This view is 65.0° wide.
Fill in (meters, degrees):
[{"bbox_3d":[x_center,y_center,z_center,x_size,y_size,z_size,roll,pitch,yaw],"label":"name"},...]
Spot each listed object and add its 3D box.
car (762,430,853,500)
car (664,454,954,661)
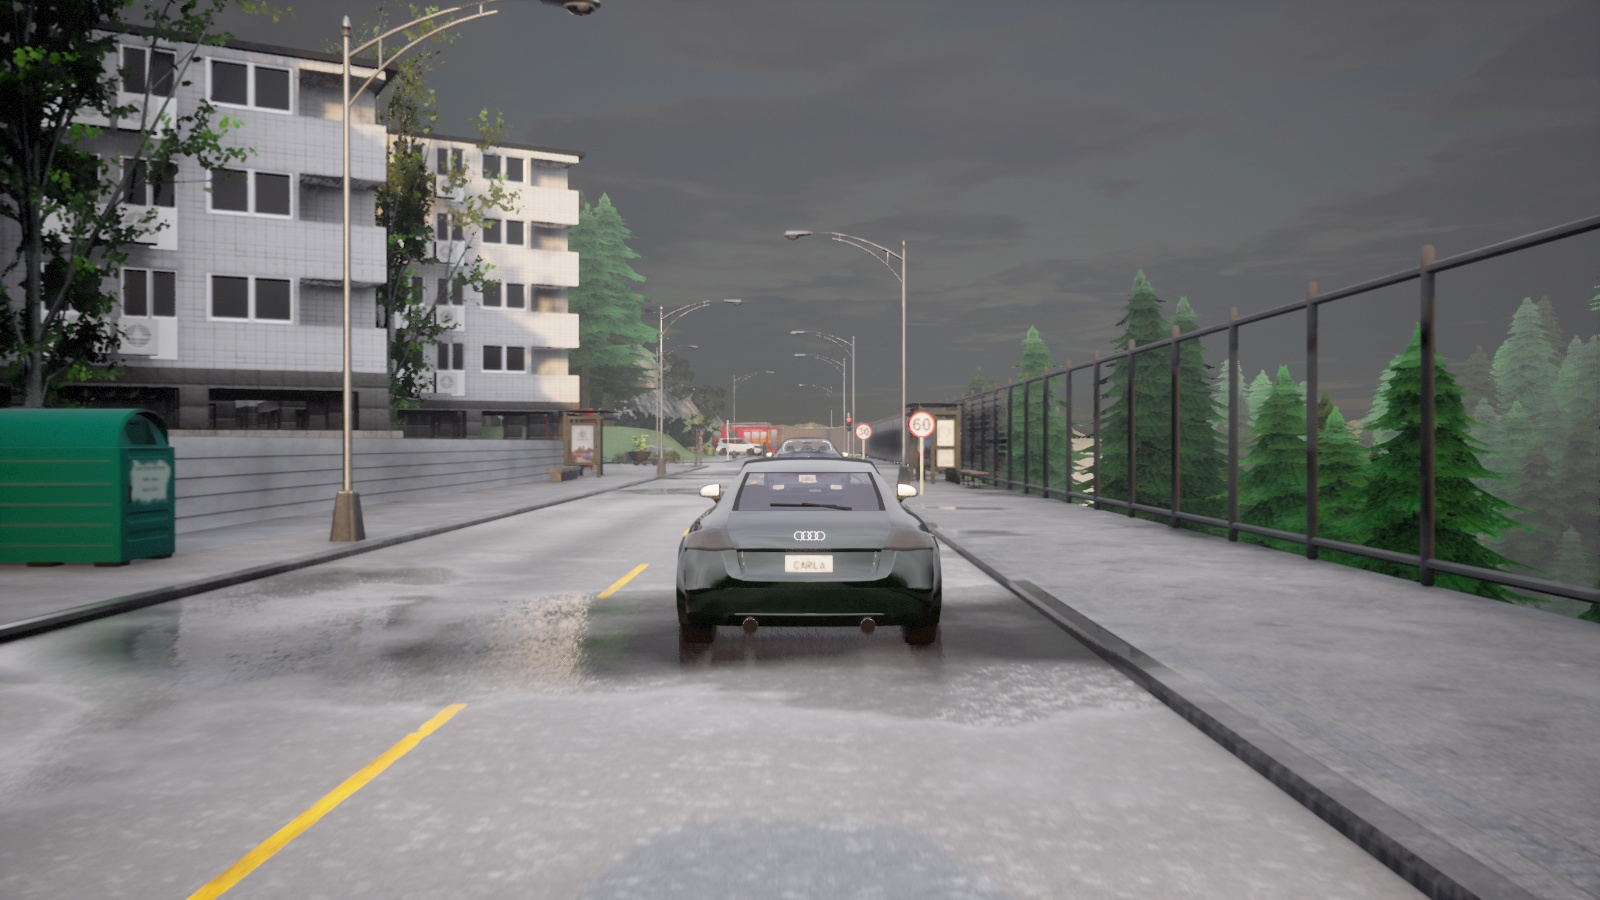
[{"bbox_3d":[0.187,0.344,32.105,2.152,1.651,5.027,0,0,0],"label":"car"},{"bbox_3d":[0.073,0.750,10.733,1.994,1.385,4.181,0,0,0],"label":"car"}]
